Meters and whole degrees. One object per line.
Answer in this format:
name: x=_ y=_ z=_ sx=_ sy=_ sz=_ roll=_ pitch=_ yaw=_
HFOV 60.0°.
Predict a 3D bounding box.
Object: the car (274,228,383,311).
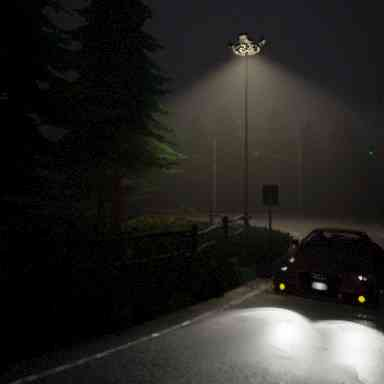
car: x=3.465 y=1.603 z=7.997 sx=1.994 sy=1.385 sz=4.181 roll=0 pitch=0 yaw=32
